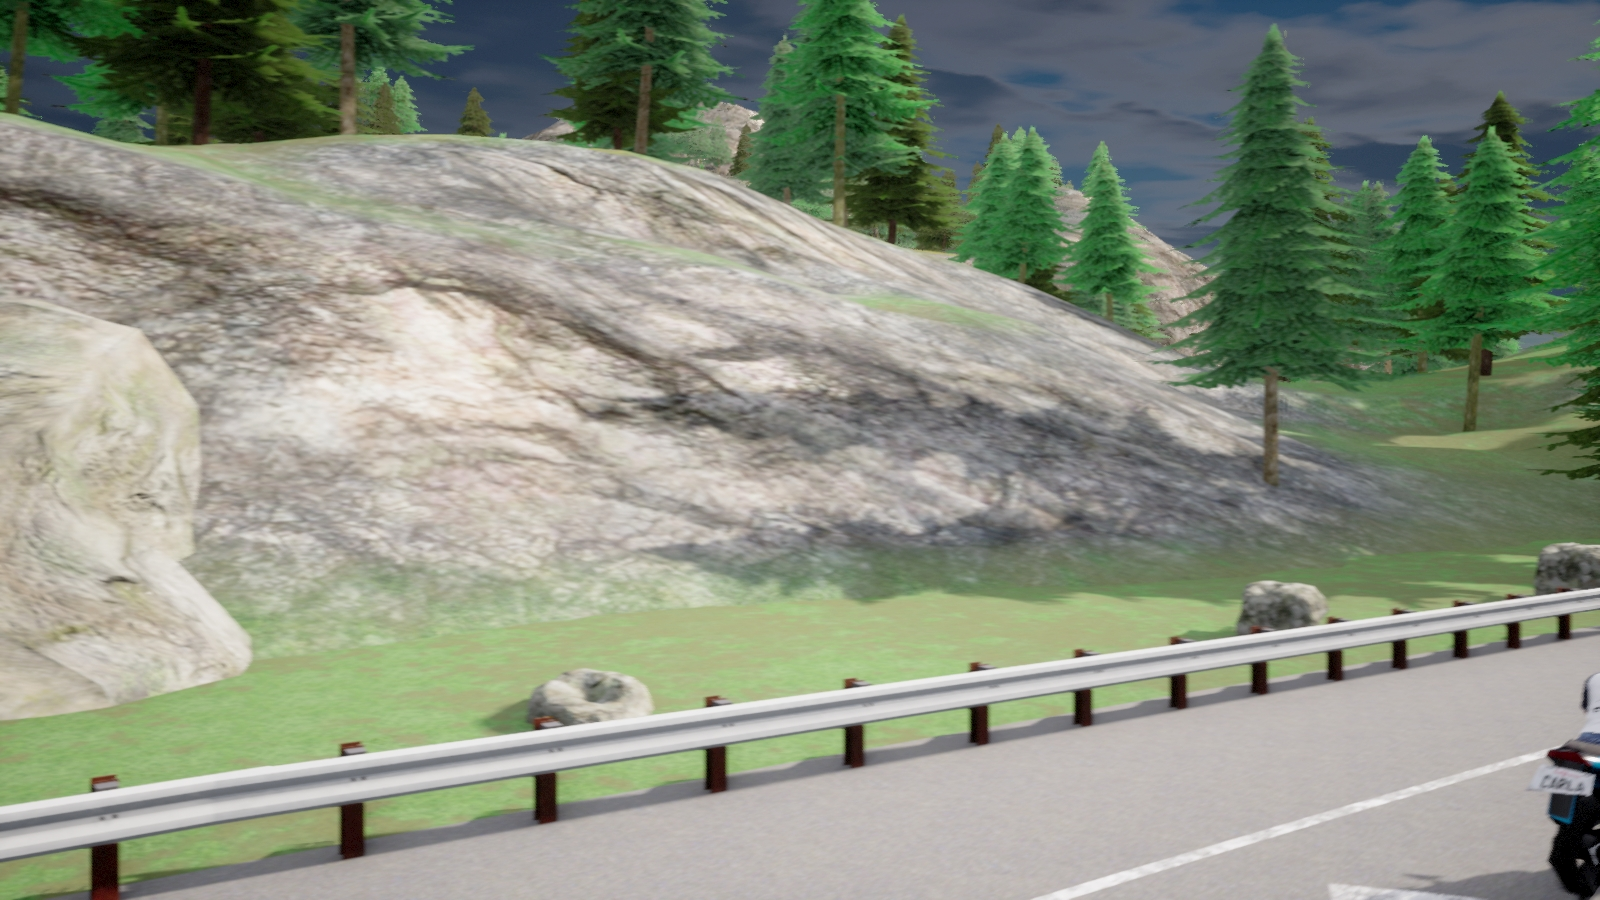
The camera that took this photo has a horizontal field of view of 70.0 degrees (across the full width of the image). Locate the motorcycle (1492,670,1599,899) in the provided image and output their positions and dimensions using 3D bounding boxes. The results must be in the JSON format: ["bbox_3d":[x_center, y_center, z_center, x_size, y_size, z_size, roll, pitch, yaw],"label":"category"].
[{"bbox_3d":[5.498,2.176,7.524,2.033,1.217,0.803,0,0,-33],"label":"motorcycle"}]
